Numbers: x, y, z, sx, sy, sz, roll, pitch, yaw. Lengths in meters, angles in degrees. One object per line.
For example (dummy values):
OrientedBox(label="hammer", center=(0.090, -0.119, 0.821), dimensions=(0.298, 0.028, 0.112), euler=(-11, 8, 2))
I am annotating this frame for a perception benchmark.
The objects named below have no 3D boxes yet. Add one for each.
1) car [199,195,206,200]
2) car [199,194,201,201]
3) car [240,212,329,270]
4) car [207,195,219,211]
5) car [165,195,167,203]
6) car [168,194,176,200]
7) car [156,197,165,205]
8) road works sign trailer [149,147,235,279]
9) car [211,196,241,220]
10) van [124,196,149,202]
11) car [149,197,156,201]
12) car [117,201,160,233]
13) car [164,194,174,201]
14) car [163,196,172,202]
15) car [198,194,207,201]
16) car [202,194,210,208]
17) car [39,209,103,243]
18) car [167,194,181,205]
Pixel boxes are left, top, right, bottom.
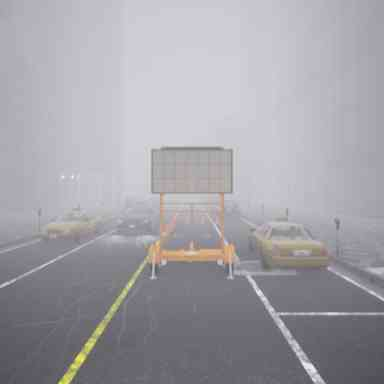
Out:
OrientedBox(label="car", center=(2.859, 1.628, 95.240), dimensions=(1.887, 1.381, 4.507), euler=(0, 0, 0))
OrientedBox(label="car", center=(2.859, 1.442, 61.403), dimensions=(1.967, 1.590, 4.097), euler=(0, 0, 0))
OrientedBox(label="car", center=(2.866, 1.514, 10.851), dimensions=(1.752, 1.417, 4.829), euler=(0, 0, 1))
OrientedBox(label="car", center=(2.859, 1.414, 33.205), dimensions=(1.967, 1.590, 4.097), euler=(0, 0, 0))
OrientedBox(label="car", center=(-5.666, 1.539, 55.777), dimensions=(1.887, 1.381, 4.507), euler=(0, 0, 0))
OrientedBox(label="car", center=(-5.667, 1.398, 95.249), dimensions=(2.192, 1.841, 5.009), euler=(0, 0, 0))
OrientedBox(label="car", center=(-5.667, 1.427, 50.138), dimensions=(1.967, 1.590, 4.097), euler=(0, 0, 0))
OrientedBox(label="road works sign trailer", center=(0.000, 0.454, 9.960), dimensions=(2.380, 3.560, 2.880), euler=(0, 0, 0))
OrientedBox(label="car", center=(2.859, 1.414, 27.567), dimensions=(1.967, 1.590, 4.097), euler=(0, 0, 0))
OrientedBox(label="van", center=(-5.665, 1.314, 33.221), dimensions=(1.690, 1.788, 3.998), euler=(0, 0, 0))
OrientedBox(label="car", center=(-5.666, 1.541, 38.860), dimensions=(1.947, 1.339, 4.313), euler=(0, 0, 0))
OrientedBox(label="car", center=(-3.100, 1.504, 19.501), dimensions=(1.812, 1.442, 4.674), euler=(0, 0, 0))
OrientedBox(label="car", center=(-5.667, 1.360, 83.970), dimensions=(2.192, 1.841, 5.009), euler=(0, 0, 0))
OrientedBox(label="car", center=(-5.667, 1.553, 78.162), dimensions=(1.752, 1.417, 4.829), euler=(0, 0, 0))
OrientedBox(label="car", center=(2.858, 1.379, 89.601), dimensions=(2.192, 1.841, 5.009), euler=(0, 0, 0))
OrientedBox(label="car", center=(2.859, 1.296, 44.485), dimensions=(2.192, 1.841, 5.009), euler=(0, 0, 0))
OrientedBox(label="car", center=(-5.667, 1.509, 16.096), dimensions=(1.752, 1.417, 4.829), euler=(0, 0, 1))
OrientedBox(label="car", center=(-3.068, 1.478, 60.799), dimensions=(1.882, 1.535, 5.008), euler=(0, 0, 0))
